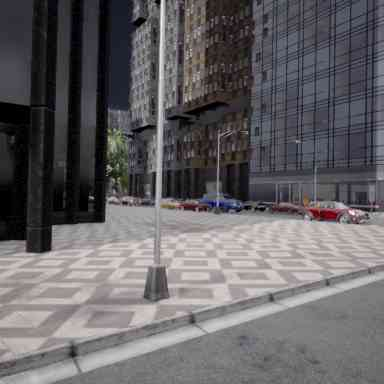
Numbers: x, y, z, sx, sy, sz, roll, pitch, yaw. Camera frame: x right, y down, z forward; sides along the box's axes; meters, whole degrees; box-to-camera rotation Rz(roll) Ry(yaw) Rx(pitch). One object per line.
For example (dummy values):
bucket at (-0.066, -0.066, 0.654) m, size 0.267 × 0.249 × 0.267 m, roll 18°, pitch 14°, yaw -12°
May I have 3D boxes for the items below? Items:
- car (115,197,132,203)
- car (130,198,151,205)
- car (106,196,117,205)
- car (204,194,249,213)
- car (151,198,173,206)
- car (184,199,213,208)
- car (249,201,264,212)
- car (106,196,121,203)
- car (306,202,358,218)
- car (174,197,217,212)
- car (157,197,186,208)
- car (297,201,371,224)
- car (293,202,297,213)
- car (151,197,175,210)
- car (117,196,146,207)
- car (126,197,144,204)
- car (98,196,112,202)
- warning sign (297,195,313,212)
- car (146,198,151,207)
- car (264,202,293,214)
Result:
car at (-14.994, 1.742, 72.831) m, size 1.947 × 1.339 × 4.313 m, roll 2°, pitch -1°, yaw -35°
car at (-9.322, 1.705, 60.123) m, size 1.895 × 1.301 × 4.718 m, roll 2°, pitch -1°, yaw -35°
car at (-12.378, 1.533, 54.488) m, size 1.802 × 1.307 × 4.206 m, roll 2°, pitch -1°, yaw -35°
car at (3.305, 1.235, 37.105) m, size 2.150 × 2.045 × 5.566 m, roll 2°, pitch -1°, yaw -35°
car at (-5.435, 1.727, 59.431) m, size 2.008 × 1.369 × 4.403 m, roll 2°, pitch -1°, yaw -35°
car at (0.938, 1.724, 50.496) m, size 2.008 × 1.369 × 4.403 m, roll 2°, pitch -1°, yaw -35°
car at (7.310, 1.733, 41.562) m, size 1.947 × 1.339 × 4.313 m, roll 2°, pitch -1°, yaw -35°
car at (-18.277, 1.701, 77.437) m, size 1.752 × 1.417 × 4.829 m, roll 2°, pitch -1°, yaw -35°
car at (13.683, 1.727, 32.629) m, size 1.947 × 1.339 × 4.313 m, roll 2°, pitch -1°, yaw -35°
car at (0.370, 1.486, 36.617) m, size 1.887 × 1.381 × 4.507 m, roll 2°, pitch -1°, yaw -35°
car at (-3.227, 1.595, 51.655) m, size 2.128 × 1.511 × 4.902 m, roll 2°, pitch -1°, yaw -35°
car at (9.914, 1.372, 23.242) m, size 1.967 × 1.590 × 4.097 m, roll 2°, pitch -1°, yaw -37°
car at (11.061, 1.552, 26.273) m, size 2.033 × 1.411 × 5.357 m, roll 2°, pitch -1°, yaw -33°
car at (-2.718, 1.470, 40.947) m, size 1.752 × 1.417 × 4.829 m, roll 2°, pitch -1°, yaw -35°
car at (-9.188, 1.390, 50.022) m, size 1.967 × 1.590 × 4.097 m, roll 2°, pitch -1°, yaw -35°
car at (-11.807, 1.742, 68.364) m, size 1.947 × 1.339 × 4.313 m, roll 2°, pitch -1°, yaw -35°
car at (-21.366, 1.757, 81.764) m, size 1.802 × 1.307 × 4.206 m, roll 2°, pitch -1°, yaw -35°
warning sign at (12.853, 1.340, 37.781) m, size 1.300 × 1.860 × 1.060 m, roll 2°, pitch -1°, yaw -35°
car at (-6.210, 1.569, 50.527) m, size 2.033 × 1.411 × 5.357 m, roll 2°, pitch -1°, yaw -35°
car at (10.496, 1.746, 37.095) m, size 1.802 × 1.307 × 4.206 m, roll 2°, pitch -1°, yaw -35°
